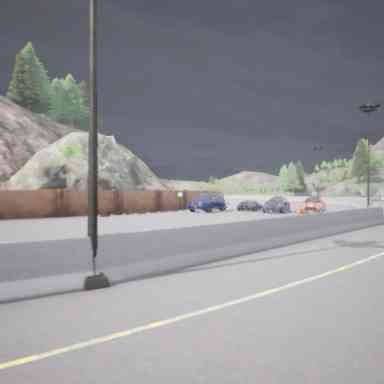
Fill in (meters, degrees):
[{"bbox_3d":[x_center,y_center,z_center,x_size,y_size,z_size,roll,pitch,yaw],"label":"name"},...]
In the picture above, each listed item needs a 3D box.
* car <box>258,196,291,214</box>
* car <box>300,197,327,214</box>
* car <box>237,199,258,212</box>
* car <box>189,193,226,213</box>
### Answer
[{"bbox_3d":[8.948,1.323,35.030,2.097,1.767,4.553,0,0,29],"label":"car"},{"bbox_3d":[12.589,1.330,34.373,2.097,1.767,4.553,0,0,28],"label":"car"},{"bbox_3d":[6.627,1.528,37.980,1.994,1.385,4.181,0,0,28],"label":"car"},{"bbox_3d":[1.814,1.181,36.519,2.150,2.045,5.566,0,0,32],"label":"car"}]
